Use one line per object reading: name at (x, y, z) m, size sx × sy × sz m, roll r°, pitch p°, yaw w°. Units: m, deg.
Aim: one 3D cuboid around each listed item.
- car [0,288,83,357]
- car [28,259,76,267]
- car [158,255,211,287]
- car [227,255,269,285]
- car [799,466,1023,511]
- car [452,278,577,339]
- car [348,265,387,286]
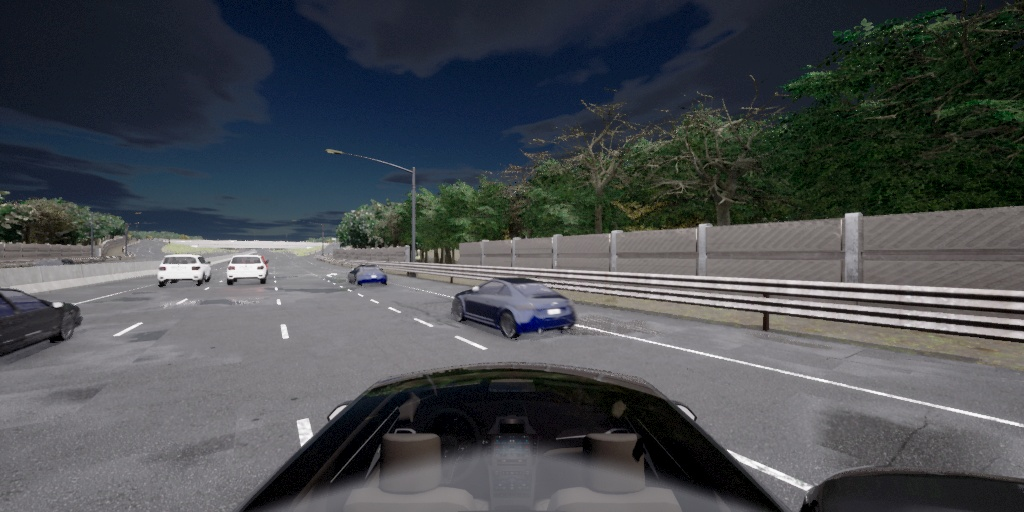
car at (-10.268, 1.295, 6.575) m, size 2.033 × 1.411 × 5.357 m, roll 0°, pitch 0°, yaw -34°
car at (-39.311, 1.070, 30.621) m, size 2.097 × 1.767 × 4.553 m, roll 0°, pitch 0°, yaw -34°
car at (-22.679, 0.955, 24.997) m, size 2.150 × 2.045 × 5.566 m, roll 0°, pitch 0°, yaw -34°
car at (-19.274, 0.957, 26.201) m, size 2.150 × 2.045 × 5.566 m, roll 0°, pitch 0°, yaw -34°
car at (2.985, 1.315, 0.453) m, size 4.181 × 1.385 × 1.994 m, roll 0°, pitch 0°, yaw 34°
car at (-0.111, 1.313, 10.302) m, size 1.994 × 1.385 × 4.181 m, roll 0°, pitch 0°, yaw -34°
car at (-10.242, 1.306, 25.308) m, size 1.994 × 1.385 × 4.181 m, roll 0°, pitch 0°, yaw -34°
